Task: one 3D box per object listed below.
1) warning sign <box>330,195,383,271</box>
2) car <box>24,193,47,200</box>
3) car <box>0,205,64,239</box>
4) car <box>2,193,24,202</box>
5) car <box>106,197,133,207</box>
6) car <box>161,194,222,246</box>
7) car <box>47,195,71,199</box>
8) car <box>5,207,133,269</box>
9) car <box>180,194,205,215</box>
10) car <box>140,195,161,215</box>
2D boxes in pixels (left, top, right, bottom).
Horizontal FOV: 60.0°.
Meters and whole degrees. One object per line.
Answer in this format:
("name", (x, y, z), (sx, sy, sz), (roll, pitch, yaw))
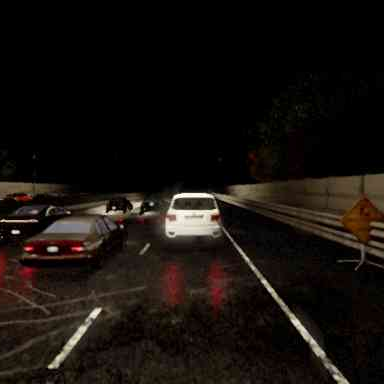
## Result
("warning sign", (4.542, 1.031, 8.811), (1.300, 1.860, 1.060), (0, 0, 0))
("car", (-21.084, 1.086, 46.625), (1.837, 1.490, 4.892), (0, 0, 0))
("car", (-6.917, 1.344, 15.510), (2.128, 1.511, 4.902), (0, 1, 0))
("car", (-24.581, 0.931, 46.609), (2.097, 1.767, 4.553), (0, 1, 0))
("car", (-6.916, 1.232, 31.819), (1.812, 1.442, 4.674), (0, 1, 0))
("car", (0.083, 1.082, 14.612), (2.150, 2.045, 5.566), (0, 0, 0))
("car", (-17.591, 1.190, 45.517), (1.895, 1.301, 4.718), (0, 0, 0))
("car", (-3.438, 1.445, 10.757), (2.033, 1.411, 5.357), (0, 1, 0))
("car", (0.080, 1.071, 30.486), (2.097, 1.767, 4.553), (0, 1, 0))
("car", (-3.421, 1.071, 30.465), (2.097, 1.767, 4.553), (0, 1, 0))
